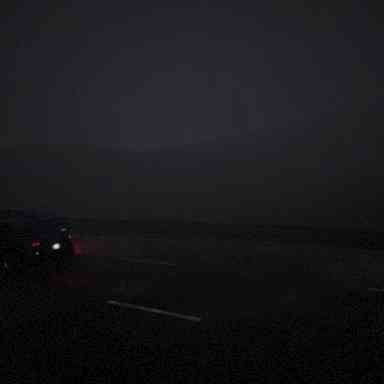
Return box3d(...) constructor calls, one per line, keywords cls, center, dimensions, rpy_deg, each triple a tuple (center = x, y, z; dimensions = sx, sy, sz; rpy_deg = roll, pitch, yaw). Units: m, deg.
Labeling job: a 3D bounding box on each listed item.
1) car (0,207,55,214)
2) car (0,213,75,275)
box3d(cls="car", center=(-7.660, 1.417, 14.427), dimensions=(5.008, 1.535, 1.882), rpy_deg=(0, 0, 16))
box3d(cls="car", center=(-5.737, 1.522, 10.161), dimensions=(4.181, 1.385, 1.994), rpy_deg=(0, 0, 20))
